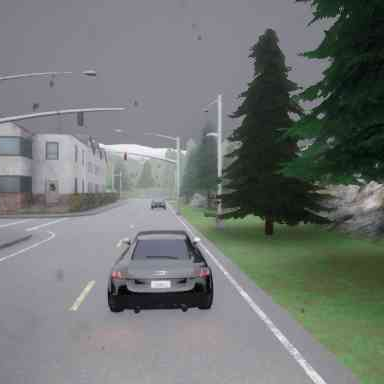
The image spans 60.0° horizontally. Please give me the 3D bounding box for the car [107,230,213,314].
[{"bbox_3d":[-0.697,1.564,7.750,1.994,1.385,4.181,0,0,-5],"label":"car"}]

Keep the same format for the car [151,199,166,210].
[{"bbox_3d":[-4.449,1.600,43.915,1.895,1.301,4.718,0,0,-6],"label":"car"}]
